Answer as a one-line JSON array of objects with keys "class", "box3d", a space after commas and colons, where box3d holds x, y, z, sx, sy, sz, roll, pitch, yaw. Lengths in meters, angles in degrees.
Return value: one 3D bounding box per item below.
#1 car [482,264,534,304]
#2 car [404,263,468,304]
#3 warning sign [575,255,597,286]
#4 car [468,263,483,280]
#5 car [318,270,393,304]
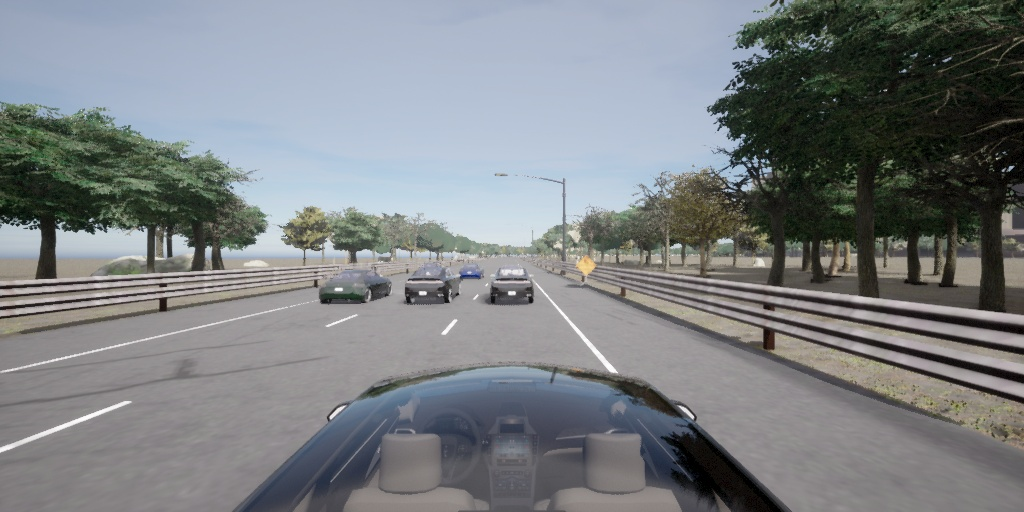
[{"class": "car", "box3d": [0.000, 1.246, 16.501, 2.128, 1.511, 4.902, 0, 0, 0]}, {"class": "car", "box3d": [-3.500, 1.246, 16.501, 2.128, 1.511, 4.902, 0, 0, 0]}, {"class": "warning sign", "box3d": [4.550, 0.865, 22.056, 1.300, 1.860, 1.060, 0, 0, 0]}, {"class": "car", "box3d": [-3.500, 1.325, 31.501, 1.994, 1.385, 4.181, 0, 0, 0]}, {"class": "car", "box3d": [-7.000, 1.323, 16.501, 1.994, 1.385, 4.181, 0, 0, 0]}]
